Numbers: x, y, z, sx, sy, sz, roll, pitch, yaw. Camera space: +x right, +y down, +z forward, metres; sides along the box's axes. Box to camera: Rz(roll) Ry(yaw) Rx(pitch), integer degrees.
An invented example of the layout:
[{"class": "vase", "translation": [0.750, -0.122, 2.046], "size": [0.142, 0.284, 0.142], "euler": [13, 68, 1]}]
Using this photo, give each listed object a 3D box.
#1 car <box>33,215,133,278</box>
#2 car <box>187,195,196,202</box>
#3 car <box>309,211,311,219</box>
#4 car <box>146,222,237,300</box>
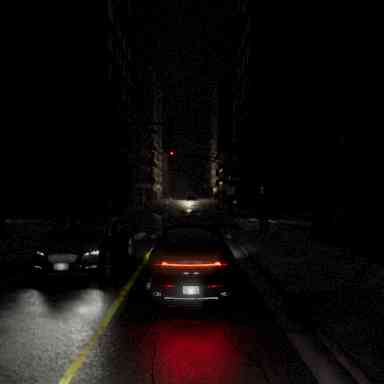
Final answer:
[{"class": "car", "translation": [-3.064, 1.494, 10.269], "size": [2.128, 1.511, 4.902], "euler": [0, 0, 0]}, {"class": "car", "translation": [-0.174, 1.492, 82.408], "size": [2.097, 1.767, 4.553], "euler": [0, 0, 0]}, {"class": "car", "translation": [12.298, 1.722, 27.511], "size": [5.008, 1.535, 1.882], "euler": [1, 0, -1]}, {"class": "car", "translation": [-0.017, 1.506, 8.357], "size": [1.837, 1.490, 4.892], "euler": [0, 0, 0]}]
